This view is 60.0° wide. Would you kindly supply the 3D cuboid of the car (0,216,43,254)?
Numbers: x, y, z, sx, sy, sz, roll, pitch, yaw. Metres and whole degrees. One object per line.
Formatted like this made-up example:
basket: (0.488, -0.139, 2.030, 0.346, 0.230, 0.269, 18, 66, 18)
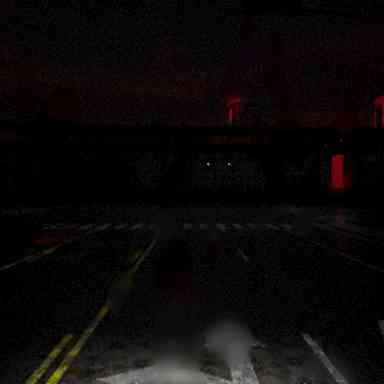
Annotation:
car: (-7.067, 1.529, 11.466, 1.895, 1.301, 4.718, 0, 0, 0)
